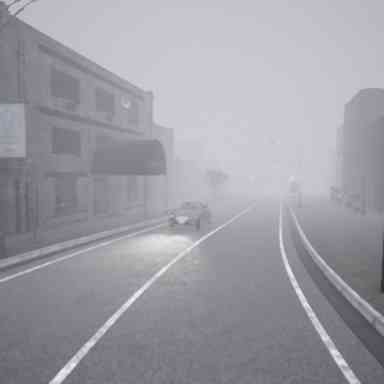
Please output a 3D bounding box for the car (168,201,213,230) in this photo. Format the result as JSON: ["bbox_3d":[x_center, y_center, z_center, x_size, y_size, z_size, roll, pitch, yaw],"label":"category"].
[{"bbox_3d":[0.030,1.330,20.427,2.128,1.511,4.902,2,1,14],"label":"car"}]
